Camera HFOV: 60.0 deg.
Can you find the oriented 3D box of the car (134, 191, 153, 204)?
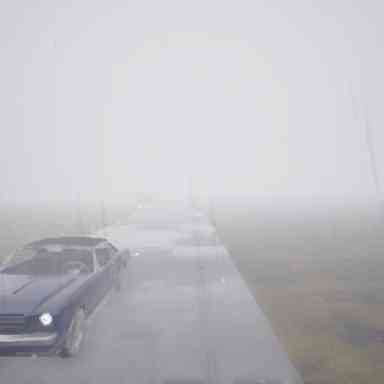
[{"bbox_3d":[-7.947,0.890,53.815,2.150,2.045,5.566,-1,0,-19],"label":"car"}]

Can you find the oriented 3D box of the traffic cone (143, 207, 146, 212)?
[{"bbox_3d":[-4.546,1.809,29.737,0.340,0.580,0.340,0,0,-3],"label":"traffic cone"}]

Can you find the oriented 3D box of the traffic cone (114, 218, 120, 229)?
[{"bbox_3d":[-4.434,1.871,19.859,0.340,0.580,0.340,0,0,0],"label":"traffic cone"}]

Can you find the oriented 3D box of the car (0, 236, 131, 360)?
[{"bbox_3d":[-2.452,1.581,6.078,1.895,1.301,4.718,0,0,0],"label":"car"}]

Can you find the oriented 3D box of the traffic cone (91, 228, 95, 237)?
[{"bbox_3d":[-4.432,1.898,14.859,0.340,0.580,0.340,0,0,0],"label":"traffic cone"}]
